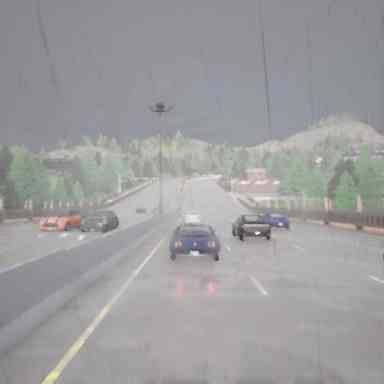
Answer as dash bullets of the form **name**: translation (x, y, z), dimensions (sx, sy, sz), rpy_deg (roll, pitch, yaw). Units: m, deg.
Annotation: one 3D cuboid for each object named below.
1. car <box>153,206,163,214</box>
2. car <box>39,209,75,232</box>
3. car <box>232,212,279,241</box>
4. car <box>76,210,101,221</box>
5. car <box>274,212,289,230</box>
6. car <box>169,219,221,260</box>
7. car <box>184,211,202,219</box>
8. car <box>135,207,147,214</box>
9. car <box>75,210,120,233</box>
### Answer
- **car**: translation (-6.965, 3.724, 68.414), dimensions (2.128, 1.511, 4.902), rpy_deg (0, 0, 0)
- **car**: translation (-10.574, 2.243, 27.101), dimensions (2.097, 1.767, 4.553), rpy_deg (0, -2, 0)
- **car**: translation (3.611, 2.151, 20.824), dimensions (2.128, 1.511, 4.902), rpy_deg (0, -2, 0)
- **car**: translation (-14.045, 3.133, 45.374), dimensions (1.994, 1.385, 4.181), rpy_deg (0, -2, 0)
- **car**: translation (7.114, 2.487, 28.980), dimensions (1.812, 1.442, 4.674), rpy_deg (0, -2, 0)
- **car**: translation (0.107, 2.016, 14.261), dimensions (1.895, 1.301, 4.718), rpy_deg (0, -2, 0)
- **car**: translation (0.118, 2.722, 35.330), dimensions (1.812, 1.442, 4.674), rpy_deg (0, -2, 0)
- **car**: translation (-10.468, 3.788, 68.074), dimensions (1.994, 1.385, 4.181), rpy_deg (0, 0, 0)
- **car**: translation (-7.077, 2.200, 25.927), dimensions (2.097, 1.767, 4.553), rpy_deg (0, -2, 0)
